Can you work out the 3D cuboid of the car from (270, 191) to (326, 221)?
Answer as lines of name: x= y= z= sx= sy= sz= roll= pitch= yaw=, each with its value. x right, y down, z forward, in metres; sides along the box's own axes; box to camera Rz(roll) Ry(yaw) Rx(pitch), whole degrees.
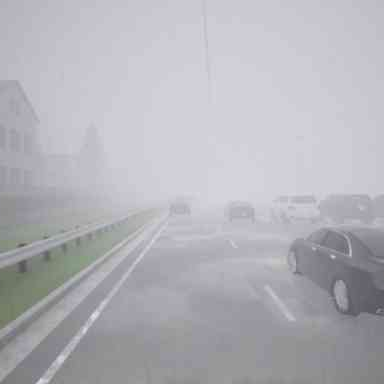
car: x=7.102 y=1.143 z=23.437 sx=2.150 sy=2.045 sz=5.566 roll=0 pitch=0 yaw=0

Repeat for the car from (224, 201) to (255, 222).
car: x=3.603 y=1.392 z=25.676 sx=1.882 sy=1.535 sz=5.008 roll=0 pitch=0 yaw=0

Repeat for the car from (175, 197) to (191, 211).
car: x=-1.047 y=1.371 z=40.423 sx=1.837 sy=1.490 sz=4.892 roll=0 pitch=0 yaw=0

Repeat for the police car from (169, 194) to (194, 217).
police car: x=-1.048 y=1.324 z=30.533 sx=1.930 sy=1.638 sz=5.238 roll=0 pitch=0 yaw=0

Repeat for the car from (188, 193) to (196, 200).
car: x=0.008 y=1.100 z=79.791 sx=1.882 sy=1.535 sz=5.008 roll=0 pitch=0 yaw=0

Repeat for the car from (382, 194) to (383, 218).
car: x=14.103 y=1.143 z=23.436 sx=2.150 sy=2.045 sz=5.566 roll=0 pitch=0 yaw=0

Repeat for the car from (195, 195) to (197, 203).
car: x=0.006 y=1.279 z=64.045 sx=2.128 sy=1.511 sz=4.902 roll=0 pitch=0 yaw=0

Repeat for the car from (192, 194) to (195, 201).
car: x=-1.047 y=1.197 z=46.393 sx=2.097 sy=1.767 sz=4.553 roll=0 pitch=0 yaw=0

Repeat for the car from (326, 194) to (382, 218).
car: x=10.602 y=1.143 z=23.442 sx=2.150 sy=2.045 sz=5.566 roll=0 pitch=0 yaw=0

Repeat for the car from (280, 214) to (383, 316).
car: x=3.602 y=1.480 z=7.408 sx=1.837 sy=1.490 sz=4.892 roll=0 pitch=0 yaw=0
